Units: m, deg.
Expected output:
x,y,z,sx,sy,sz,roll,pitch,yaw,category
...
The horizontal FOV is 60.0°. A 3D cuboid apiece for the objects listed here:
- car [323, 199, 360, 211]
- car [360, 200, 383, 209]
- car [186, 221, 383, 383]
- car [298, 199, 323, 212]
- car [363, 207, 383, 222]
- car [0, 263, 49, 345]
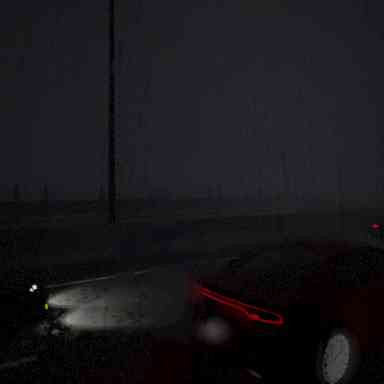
x,y,z,sx,sy,sz,roll,pitch,yaw,category
15.241,1.476,32.064,4.902,1.511,2.128,0,0,-35,car
16.932,1.511,28.973,4.674,1.442,1.812,0,0,-35,car
2.260,1.475,5.359,5.008,1.535,1.882,0,0,-36,car
13.185,1.476,34.896,4.902,1.511,2.128,0,0,-35,car
10.356,1.539,15.438,5.357,1.411,2.033,0,0,-36,car
-4.415,1.565,4.896,4.181,1.385,1.994,0,0,-36,car
